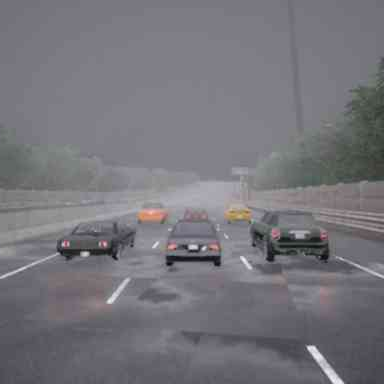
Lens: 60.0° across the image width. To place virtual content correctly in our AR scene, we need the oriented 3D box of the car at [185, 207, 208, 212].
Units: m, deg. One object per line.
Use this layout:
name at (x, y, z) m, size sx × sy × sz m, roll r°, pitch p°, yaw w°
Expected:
car at (0.355, 1.948, 27.828) m, size 1.895 × 1.301 × 4.718 m, roll 0°, pitch -1°, yaw 2°

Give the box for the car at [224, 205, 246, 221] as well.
car at (3.893, 1.838, 28.756) m, size 1.882 × 1.535 × 5.008 m, roll 0°, pitch -1°, yaw 2°

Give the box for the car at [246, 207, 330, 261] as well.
car at (3.598, 1.497, 13.069) m, size 2.097 × 1.767 × 4.553 m, roll 0°, pitch -1°, yaw 1°

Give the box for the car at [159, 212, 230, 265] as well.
car at (0.073, 1.682, 12.197) m, size 2.033 × 1.411 × 5.357 m, roll 0°, pitch -1°, yaw 1°

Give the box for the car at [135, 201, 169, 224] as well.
car at (-3.134, 1.700, 28.073) m, size 2.097 × 1.767 × 4.553 m, roll 0°, pitch -1°, yaw 2°

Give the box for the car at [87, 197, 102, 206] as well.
car at (-19.119, 2.104, 66.712) m, size 2.150 × 2.045 × 5.566 m, roll 0°, pitch -1°, yaw 3°

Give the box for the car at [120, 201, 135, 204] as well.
car at (-12.121, 2.425, 66.472) m, size 2.033 × 1.411 × 5.357 m, roll 0°, pitch -1°, yaw 3°

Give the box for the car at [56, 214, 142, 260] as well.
car at (-3.409, 1.745, 12.966) m, size 1.895 × 1.301 × 4.718 m, roll 0°, pitch -1°, yaw 1°

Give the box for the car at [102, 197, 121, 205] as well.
car at (-15.624, 2.104, 66.522) m, size 2.150 × 2.045 × 5.566 m, roll 0°, pitch -1°, yaw 3°
